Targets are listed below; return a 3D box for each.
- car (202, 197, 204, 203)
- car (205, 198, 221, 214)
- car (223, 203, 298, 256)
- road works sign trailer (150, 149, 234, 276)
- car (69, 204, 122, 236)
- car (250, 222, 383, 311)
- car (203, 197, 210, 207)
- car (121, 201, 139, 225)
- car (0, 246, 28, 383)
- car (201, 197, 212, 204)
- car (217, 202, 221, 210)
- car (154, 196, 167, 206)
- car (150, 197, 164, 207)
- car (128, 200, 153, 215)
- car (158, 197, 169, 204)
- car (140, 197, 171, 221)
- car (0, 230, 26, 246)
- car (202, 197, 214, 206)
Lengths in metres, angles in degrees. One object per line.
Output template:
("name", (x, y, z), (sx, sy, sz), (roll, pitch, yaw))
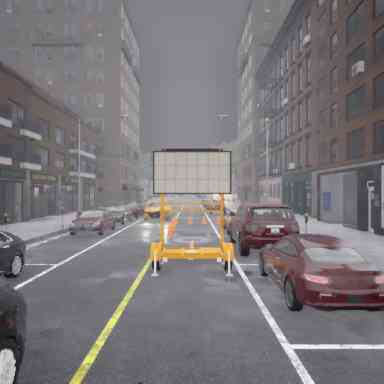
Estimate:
("car", (2.665, 1.528, 46.232), (1.752, 1.417, 4.829), (0, 0, 0))
("car", (2.659, 1.581, 35.025), (1.802, 1.307, 4.206), (0, 0, 0))
("car", (2.645, 1.314, 12.952), (2.192, 1.841, 5.009), (0, 0, 0))
("road works sign trailer", (0.006, 0.464, 10.321), (2.380, 3.560, 2.880), (0, 0, 0))
("car", (-5.377, 1.581, 18.470), (1.802, 1.307, 4.206), (0, 0, 0))
("car", (2.641, 1.581, 7.434), (1.802, 1.307, 4.206), (0, 0, 0))
("car", (2.662, 1.582, 40.543), (1.802, 1.307, 4.206), (0, 0, 0))
("car", (-5.373, 1.549, 23.989), (2.008, 1.369, 4.403), (0, 0, 0))
("car", (-2.848, 1.504, 2.012), (1.837, 1.490, 4.892), (0, 0, 0))
("car", (2.676, 1.580, 62.616), (1.947, 1.339, 4.313), (0, 0, 0))
("car", (2.644, 1.524, 18.638), (1.752, 1.417, 4.829), (0, 0, 0))
("car", (-5.353, 1.450, 57.101), (1.967, 1.590, 4.097), (0, 0, 0))
("car", (-5.356, 1.531, 51.412), (1.752, 1.417, 4.829), (0, 0, 0))
("car", (-5.366, 1.564, 35.026), (1.947, 1.339, 4.313), (0, 0, 0))
("car", (-5.349, 1.596, 62.620), (1.802, 1.307, 4.206), (0, 0, 0))
("car", (-2.733, 1.476, 27.145), (1.882, 1.535, 5.008), (0, 0, 0))
("car", (-5.384, 1.550, 7.432), (2.008, 1.369, 4.403), (0, 0, 0))
("car", (2.672, 1.592, 57.098), (1.802, 1.307, 4.206), (0, 0, 0))
